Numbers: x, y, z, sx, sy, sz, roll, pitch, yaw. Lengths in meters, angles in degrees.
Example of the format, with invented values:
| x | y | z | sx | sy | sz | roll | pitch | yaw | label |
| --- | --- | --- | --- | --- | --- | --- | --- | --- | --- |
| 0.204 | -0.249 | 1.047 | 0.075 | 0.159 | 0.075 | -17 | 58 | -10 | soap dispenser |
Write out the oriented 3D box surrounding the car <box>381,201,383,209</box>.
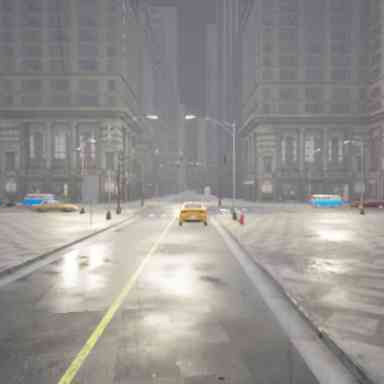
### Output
| x | y | z | sx | sy | sz | roll | pitch | yaw | label |
| --- | --- | --- | --- | --- | --- | --- | --- | --- | --- |
| 23.287 | 1.676 | 35.621 | 4.507 | 1.381 | 1.887 | 0 | 1 | 0 | car |

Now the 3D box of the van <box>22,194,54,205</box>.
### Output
| x | y | z | sx | sy | sz | roll | pitch | yaw | label |
| --- | --- | --- | --- | --- | --- | --- | --- | --- | --- |
| -20.236 | 1.177 | 43.989 | 3.998 | 1.788 | 1.690 | 0 | 1 | 0 | van |

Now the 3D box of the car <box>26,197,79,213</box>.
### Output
| x | y | z | sx | sy | sz | roll | pitch | yaw | label |
| --- | --- | --- | --- | --- | --- | --- | --- | --- | --- |
| -14.636 | 1.528 | 35.483 | 4.829 | 1.417 | 1.752 | 0 | 1 | 0 | car |

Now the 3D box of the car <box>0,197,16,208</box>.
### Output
| x | y | z | sx | sy | sz | roll | pitch | yaw | label |
| --- | --- | --- | --- | --- | --- | --- | --- | --- | --- |
| -25.650 | 1.386 | 43.971 | 4.313 | 1.339 | 1.947 | 0 | 1 | 0 | car |

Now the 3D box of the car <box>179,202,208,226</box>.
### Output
| x | y | z | sx | sy | sz | roll | pitch | yaw | label |
| --- | --- | --- | --- | --- | --- | --- | --- | --- | --- |
| 0.095 | 1.454 | 23.357 | 1.882 | 1.535 | 5.008 | 0 | 0 | 1 | car |

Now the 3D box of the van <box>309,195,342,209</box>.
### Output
| x | y | z | sx | sy | sz | roll | pitch | yaw | label |
| --- | --- | --- | --- | --- | --- | --- | --- | --- | --- |
| 17.748 | 1.302 | 44.151 | 3.998 | 1.788 | 1.690 | 0 | 1 | 0 | van |

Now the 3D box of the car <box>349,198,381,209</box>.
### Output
| x | y | z | sx | sy | sz | roll | pitch | yaw | label |
| --- | --- | --- | --- | --- | --- | --- | --- | --- | --- |
| 23.272 | 1.526 | 44.174 | 4.507 | 1.381 | 1.887 | 0 | 1 | 0 | car |
